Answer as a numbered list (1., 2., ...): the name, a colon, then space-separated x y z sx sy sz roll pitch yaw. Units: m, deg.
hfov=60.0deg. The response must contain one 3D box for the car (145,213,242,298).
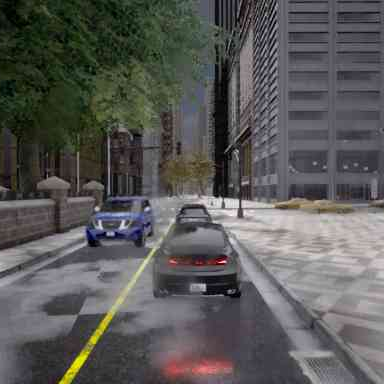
1. car: 0.113 1.508 8.521 1.837 1.490 4.892 0 0 0

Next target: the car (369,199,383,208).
1. car: 23.445 1.145 39.043 4.829 1.417 1.752 -1 1 0

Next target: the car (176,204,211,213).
1. car: 0.098 1.441 18.651 2.033 1.649 4.856 0 0 1

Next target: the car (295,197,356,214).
1. car: 12.407 1.342 30.579 4.829 1.417 1.752 -1 1 0

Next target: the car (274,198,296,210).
1. car: 12.104 1.330 39.106 4.829 1.417 1.752 -1 1 0

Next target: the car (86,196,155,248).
1. car: -3.015 1.231 15.211 2.150 2.045 5.566 0 0 1
